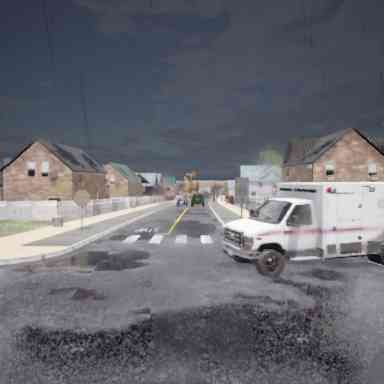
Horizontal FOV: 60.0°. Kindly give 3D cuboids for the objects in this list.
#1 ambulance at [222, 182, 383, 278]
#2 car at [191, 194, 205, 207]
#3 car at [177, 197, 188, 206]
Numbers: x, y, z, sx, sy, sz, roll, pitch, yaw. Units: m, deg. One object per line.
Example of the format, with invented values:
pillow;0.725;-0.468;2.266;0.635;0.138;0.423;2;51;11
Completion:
ambulance;4.110;0.931;10.217;6.366;2.431;2.351;-1;2;-17
car;0.969;1.351;53.824;2.150;2.045;5.566;0;0;2
car;-1.630;1.641;58.072;2.128;1.511;4.902;0;0;2
